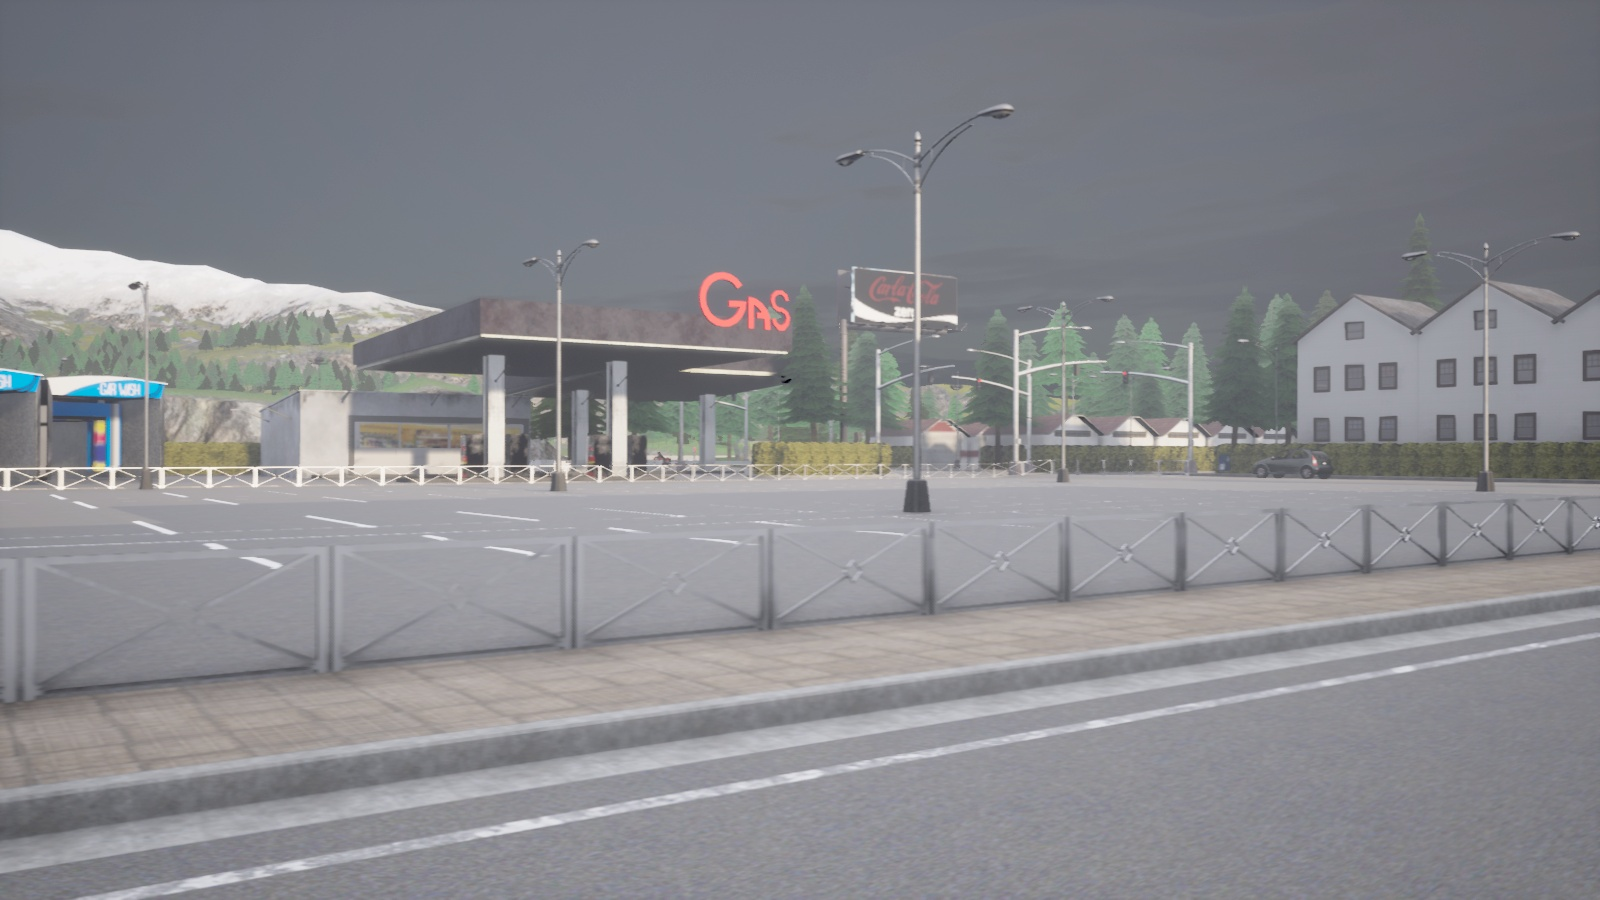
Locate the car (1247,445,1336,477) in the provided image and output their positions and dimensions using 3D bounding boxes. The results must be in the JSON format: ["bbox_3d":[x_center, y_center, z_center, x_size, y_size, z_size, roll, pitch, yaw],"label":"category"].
[{"bbox_3d":[25.868,0.574,66.158,1.851,1.617,3.988,0,0,-35],"label":"car"}]
